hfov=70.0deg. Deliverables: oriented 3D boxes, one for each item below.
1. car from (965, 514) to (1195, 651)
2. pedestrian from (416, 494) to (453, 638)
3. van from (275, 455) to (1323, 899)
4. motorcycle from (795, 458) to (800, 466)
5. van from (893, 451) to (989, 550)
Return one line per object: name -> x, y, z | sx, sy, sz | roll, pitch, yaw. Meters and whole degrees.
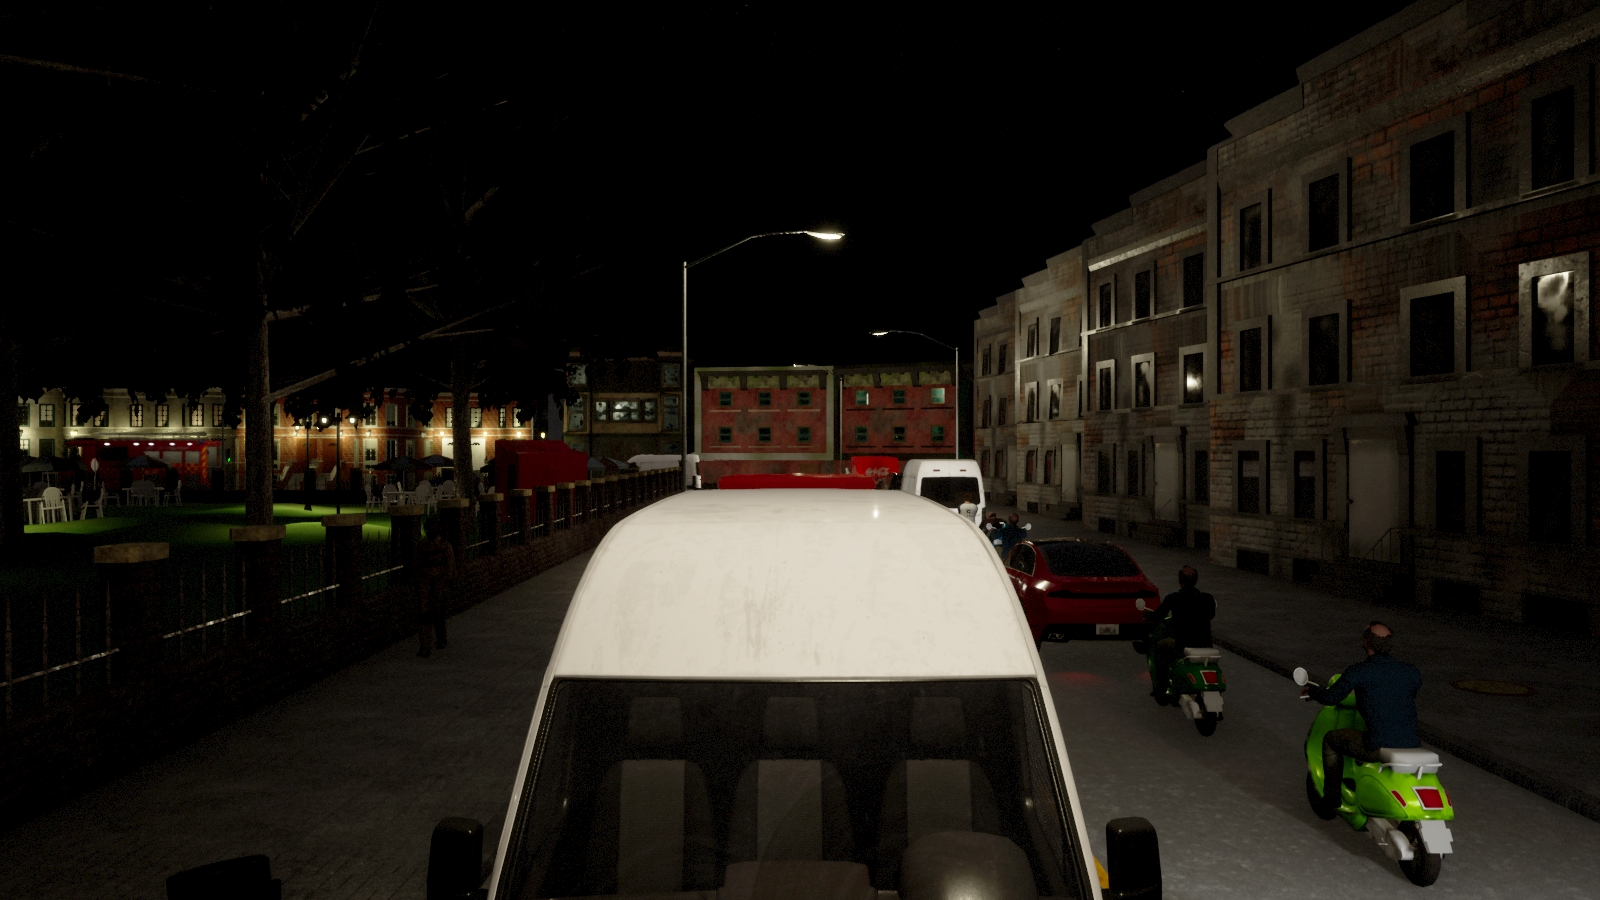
car -> 3.953, 1.841, 17.118 | 2.231, 1.480, 4.892 | 0, 0, 0
pedestrian -> -4.842, 1.525, 15.139 | 0.375, 1.860, 0.375 | 0, 0, 0
van -> -0.006, 1.314, 5.127 | 1.988, 2.561, 5.915 | 0, 0, 0
motorcycle -> -0.384, 1.962, 183.190 | 0.856, 1.236, 1.805 | 0, 0, 0
van -> 3.906, 1.314, 32.634 | 1.988, 2.561, 5.915 | 0, 0, 0
